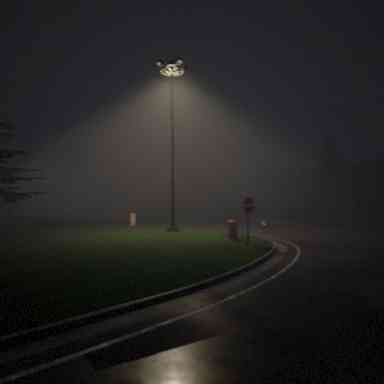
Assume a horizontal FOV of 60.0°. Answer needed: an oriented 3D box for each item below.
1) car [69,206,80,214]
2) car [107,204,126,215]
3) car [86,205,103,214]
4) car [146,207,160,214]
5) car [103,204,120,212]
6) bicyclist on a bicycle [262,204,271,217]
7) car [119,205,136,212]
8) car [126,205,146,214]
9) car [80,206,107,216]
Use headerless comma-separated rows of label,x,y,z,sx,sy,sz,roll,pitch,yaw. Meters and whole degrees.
car,-22.188,3.406,63.739,1.837,1.490,4.892,1,-2,-34
car,-13.569,3.270,57.445,1.895,1.301,4.718,1,-2,-34
car,-19.301,3.413,65.718,1.882,1.535,5.008,1,-2,-34
car,-7.807,3.339,61.420,1.895,1.301,4.718,1,-2,-34
car,-16.414,3.301,67.700,1.837,1.490,4.892,1,-2,-34
bicyclist on a bicycle,9.627,2.418,43.091,1.656,1.620,0.582,0,-2,-34
car,-13.527,3.388,69.677,1.994,1.385,4.181,1,-2,-34
car,-10.726,3.253,59.491,2.033,1.411,5.357,1,-2,-34
car,-16.501,3.185,55.535,2.033,1.411,5.357,1,-2,-34
